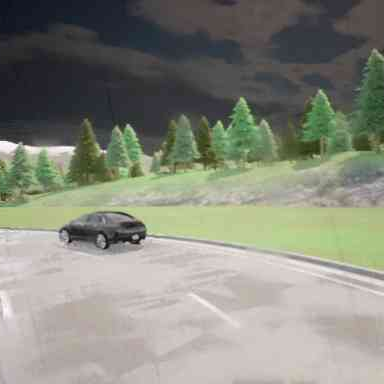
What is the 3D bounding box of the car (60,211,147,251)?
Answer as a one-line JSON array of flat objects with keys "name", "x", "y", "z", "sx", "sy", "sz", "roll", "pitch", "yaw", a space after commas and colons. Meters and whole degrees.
[{"name": "car", "x": -4.052, "y": 1.597, "z": 14.757, "sx": 4.892, "sy": 1.490, "sz": 1.837, "roll": -2, "pitch": -1, "yaw": 41}]
